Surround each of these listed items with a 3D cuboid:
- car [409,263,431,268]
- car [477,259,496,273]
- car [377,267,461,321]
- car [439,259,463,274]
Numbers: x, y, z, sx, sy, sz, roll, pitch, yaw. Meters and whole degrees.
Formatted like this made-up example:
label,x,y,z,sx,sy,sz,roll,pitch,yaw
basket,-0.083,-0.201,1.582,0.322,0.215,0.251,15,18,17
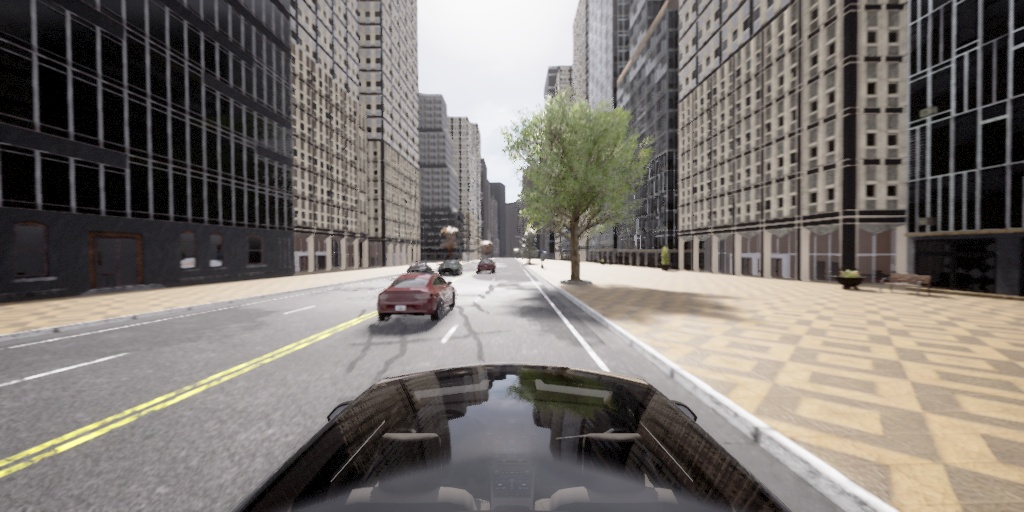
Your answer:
label,x,y,z,sx,sy,sz,roll,pitch,yaw
car,-9.686,1.398,37.749,1.994,1.385,4.181,0,0,0
car,-3.076,1.128,44.175,2.097,1.767,4.553,0,0,0
car,-3.135,1.299,12.403,1.812,1.442,4.674,0,0,0
car,-6.437,1.158,37.809,2.097,1.767,4.553,0,0,0
